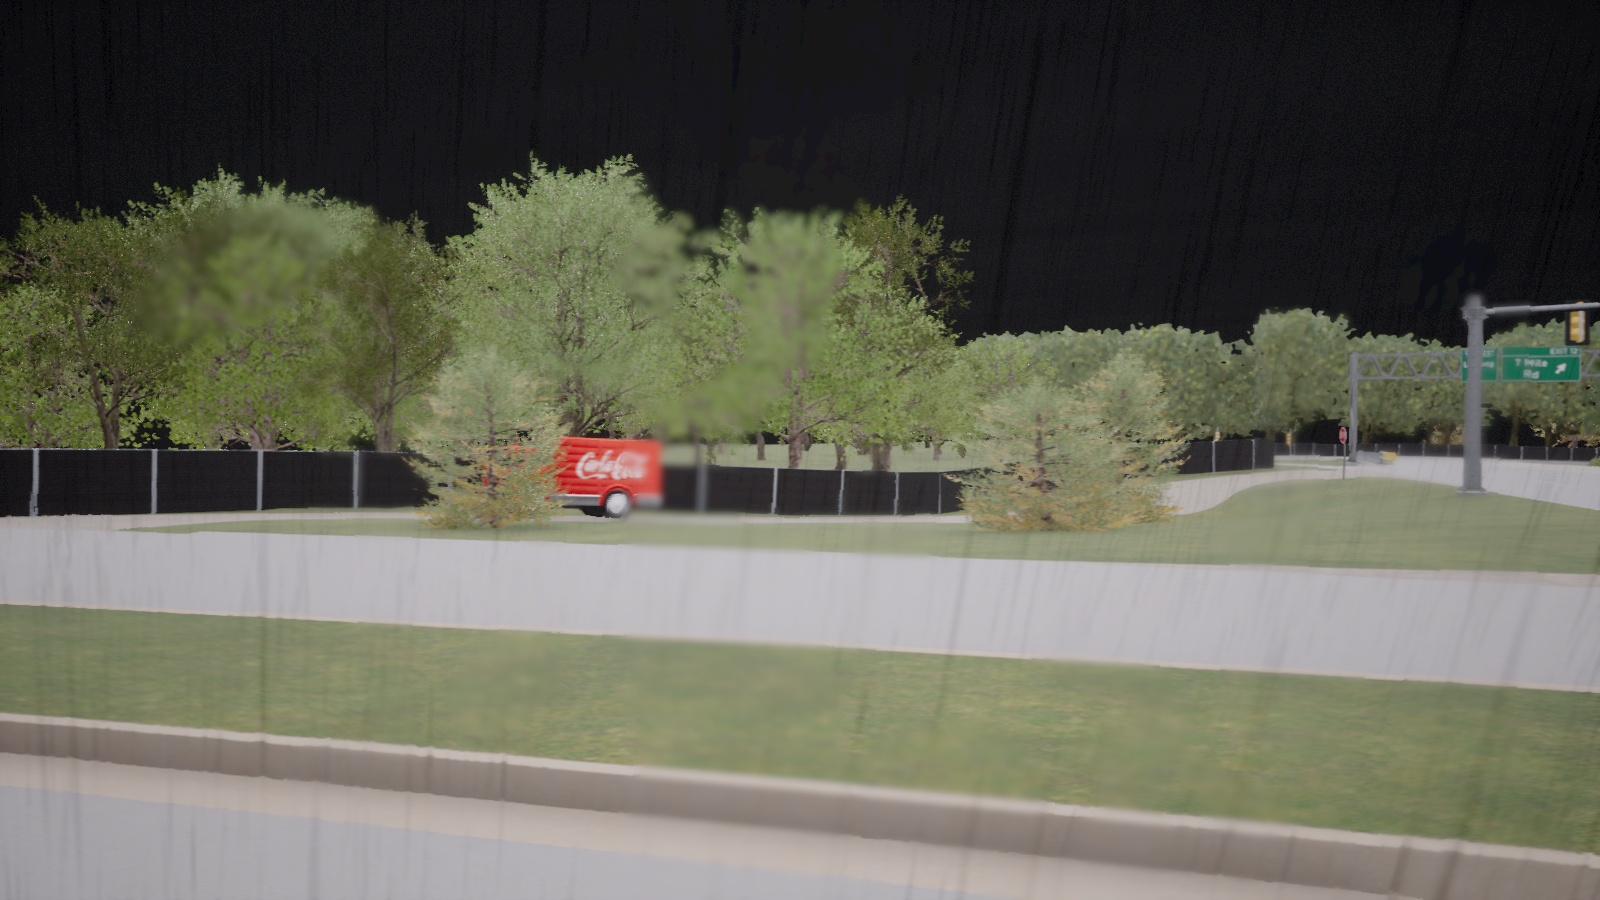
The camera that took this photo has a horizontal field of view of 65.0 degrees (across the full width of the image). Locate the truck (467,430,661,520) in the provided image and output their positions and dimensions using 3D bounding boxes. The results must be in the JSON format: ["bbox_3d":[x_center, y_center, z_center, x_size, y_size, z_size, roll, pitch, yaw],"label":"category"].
[{"bbox_3d":[-7.222,0.797,38.462,5.204,2.467,2.627,3,-2,-27],"label":"truck"}]

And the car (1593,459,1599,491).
[{"bbox_3d":[35.816,1.108,54.868,1.481,1.376,2.207,1,0,19],"label":"car"}]
